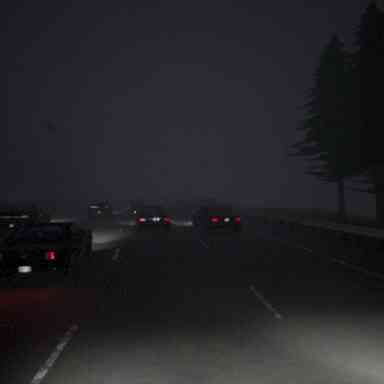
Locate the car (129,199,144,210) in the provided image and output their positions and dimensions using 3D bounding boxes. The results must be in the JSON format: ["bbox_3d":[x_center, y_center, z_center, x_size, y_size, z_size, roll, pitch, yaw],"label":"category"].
[{"bbox_3d":[-6.347,1.431,38.720,1.895,1.301,4.718,0,0,-12],"label":"car"}]

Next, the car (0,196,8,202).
[{"bbox_3d":[-31.153,1.432,53.885,1.812,1.442,4.674,0,0,-11],"label":"car"}]

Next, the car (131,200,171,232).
[{"bbox_3d":[-2.385,1.456,19.598,2.033,1.411,5.357,0,0,-11],"label":"car"}]

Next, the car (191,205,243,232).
[{"bbox_3d":[1.281,1.435,19.152,2.033,1.411,5.357,0,0,-11],"label":"car"}]

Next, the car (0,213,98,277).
[{"bbox_3d":[-4.325,1.572,10.256,1.895,1.301,4.718,0,0,-7],"label":"car"}]

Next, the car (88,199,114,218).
[{"bbox_3d":[-7.797,1.386,28.580,2.128,1.511,4.902,0,0,-12],"label":"car"}]

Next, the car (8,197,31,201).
[{"bbox_3d":[-27.563,1.485,53.806,1.895,1.301,4.718,0,0,-11],"label":"car"}]

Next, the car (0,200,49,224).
[{"bbox_3d":[-9.377,1.449,18.811,2.128,1.511,4.902,0,0,-11],"label":"car"}]
